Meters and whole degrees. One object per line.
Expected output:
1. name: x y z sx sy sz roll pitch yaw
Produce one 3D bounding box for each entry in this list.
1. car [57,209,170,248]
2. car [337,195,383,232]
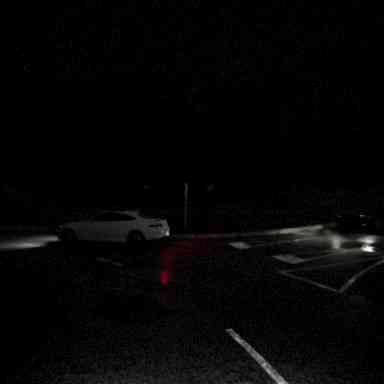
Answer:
1. car: -3.234 1.426 13.778 4.674 1.442 1.812 0 0 11
2. car: 9.368 0.916 16.404 5.008 1.535 1.882 -4 2 -26
